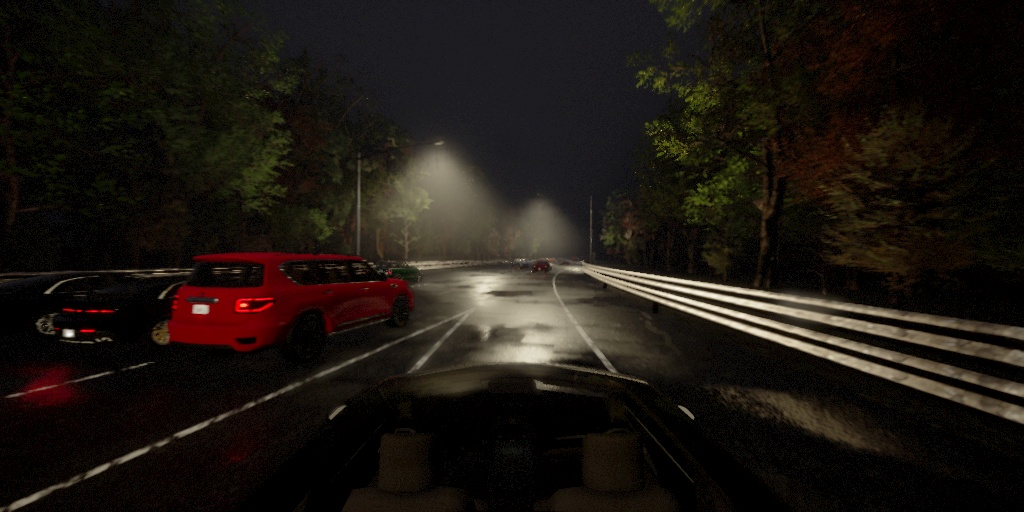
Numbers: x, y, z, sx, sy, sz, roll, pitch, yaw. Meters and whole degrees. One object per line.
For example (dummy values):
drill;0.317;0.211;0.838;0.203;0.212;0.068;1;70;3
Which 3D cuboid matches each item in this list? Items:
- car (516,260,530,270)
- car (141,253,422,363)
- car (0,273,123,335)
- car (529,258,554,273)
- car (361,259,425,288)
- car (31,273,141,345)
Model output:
car;2.550;1.369;55.083;2.033;1.411;5.357;0;0;13
car;-4.465;0.969;8.447;2.150;2.045;5.566;0;0;13
car;-11.297;1.203;9.953;1.837;1.490;4.892;0;0;13
car;3.750;1.357;44.557;1.812;1.442;4.674;0;0;13
car;-7.970;1.087;24.578;2.097;1.767;4.553;0;0;13
car;-7.883;1.229;9.177;1.837;1.490;4.892;0;0;13
